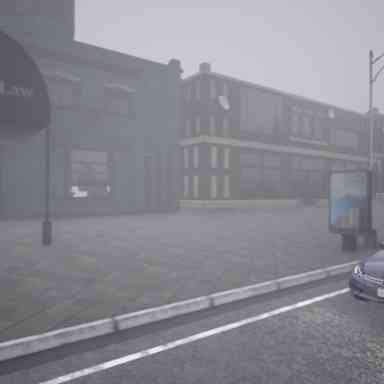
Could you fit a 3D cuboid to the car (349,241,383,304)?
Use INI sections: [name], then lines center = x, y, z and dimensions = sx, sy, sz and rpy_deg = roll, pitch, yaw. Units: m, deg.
[car]
center = 5.301, 1.524, 7.164
dimensions = 4.674, 1.442, 1.812
rpy_deg = 0, 0, -36
